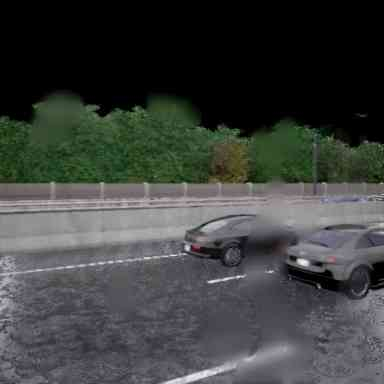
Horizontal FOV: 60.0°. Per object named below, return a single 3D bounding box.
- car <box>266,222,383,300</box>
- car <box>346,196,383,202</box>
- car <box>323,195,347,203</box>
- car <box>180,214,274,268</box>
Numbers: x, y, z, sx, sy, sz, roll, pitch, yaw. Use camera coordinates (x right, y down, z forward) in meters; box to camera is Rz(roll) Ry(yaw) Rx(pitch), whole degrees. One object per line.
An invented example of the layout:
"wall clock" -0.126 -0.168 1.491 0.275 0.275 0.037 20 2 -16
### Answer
"car" 4.177 1.483 8.158 4.181 1.385 1.994 -1 0 -28
"car" 19.379 1.254 36.088 4.718 1.301 1.895 0 0 -28
"car" 17.486 1.118 39.041 5.008 1.535 1.882 0 0 -28
"car" 1.882 1.453 10.904 4.674 1.442 1.812 -1 0 -28
